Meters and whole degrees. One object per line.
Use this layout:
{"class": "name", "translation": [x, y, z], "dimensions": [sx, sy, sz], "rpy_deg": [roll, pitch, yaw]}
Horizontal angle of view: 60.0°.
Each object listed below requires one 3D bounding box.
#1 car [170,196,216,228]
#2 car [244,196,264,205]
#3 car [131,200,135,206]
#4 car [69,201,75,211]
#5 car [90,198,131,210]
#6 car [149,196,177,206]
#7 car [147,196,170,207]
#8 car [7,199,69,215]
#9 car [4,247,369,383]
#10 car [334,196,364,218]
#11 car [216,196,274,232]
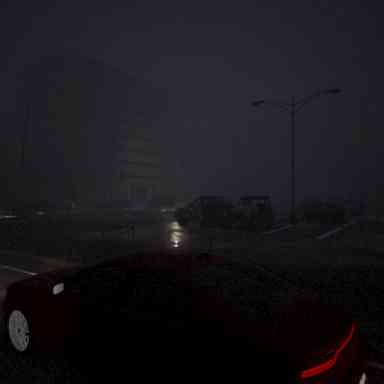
{"class": "car", "translation": [0.948, 1.153, 20.726], "dimensions": [1.932, 1.855, 4.605], "rpy_deg": [0, 0, 34]}
{"class": "car", "translation": [11.504, 1.526, 61.500], "dimensions": [1.812, 1.442, 4.674], "rpy_deg": [0, 0, 34]}
{"class": "car", "translation": [-10.510, 1.547, 47.885], "dimensions": [2.033, 1.411, 5.357], "rpy_deg": [0, 0, 33]}
{"class": "car", "translation": [-16.171, 1.526, 39.429], "dimensions": [1.812, 1.442, 4.674], "rpy_deg": [0, 0, 34]}
{"class": "car", "translation": [-10.378, 1.601, 41.803], "dimensions": [1.895, 1.301, 4.718], "rpy_deg": [0, 0, 34]}
{"class": "car", "translation": [-4.803, 1.492, 56.322], "dimensions": [2.128, 1.511, 4.902], "rpy_deg": [0, 0, 34]}
{"class": "car", "translation": [-4.704, 1.492, 50.233], "dimensions": [2.128, 1.511, 4.902], "rpy_deg": [0, 0, 34]}
{"class": "car", "translation": [-15.720, 1.547, 33.841], "dimensions": [2.033, 1.411, 5.357], "rpy_deg": [0, 0, 34]}
{"class": "car", "translation": [-0.525, 1.478, 4.363], "dimensions": [5.008, 1.535, 1.882], "rpy_deg": [0, 0, 35]}
{"class": "car", "translation": [15.339, 1.395, 32.016], "dimensions": [1.970, 1.475, 3.806], "rpy_deg": [0, 0, 34]}
{"class": "car", "translation": [3.316, 1.156, 19.060], "dimensions": [1.905, 1.878, 3.866], "rpy_deg": [0, 0, 34]}
